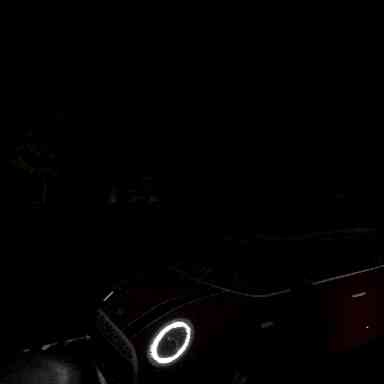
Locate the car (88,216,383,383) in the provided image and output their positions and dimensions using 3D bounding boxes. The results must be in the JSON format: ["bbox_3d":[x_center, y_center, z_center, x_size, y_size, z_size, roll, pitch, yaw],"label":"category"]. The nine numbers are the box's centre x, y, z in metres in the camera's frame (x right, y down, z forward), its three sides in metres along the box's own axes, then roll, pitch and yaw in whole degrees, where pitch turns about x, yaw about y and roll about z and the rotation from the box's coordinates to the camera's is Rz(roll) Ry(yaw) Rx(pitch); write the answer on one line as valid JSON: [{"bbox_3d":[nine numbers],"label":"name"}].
[{"bbox_3d":[1.005,1.278,4.538,4.553,1.767,2.097,0,1,-31],"label":"car"}]
